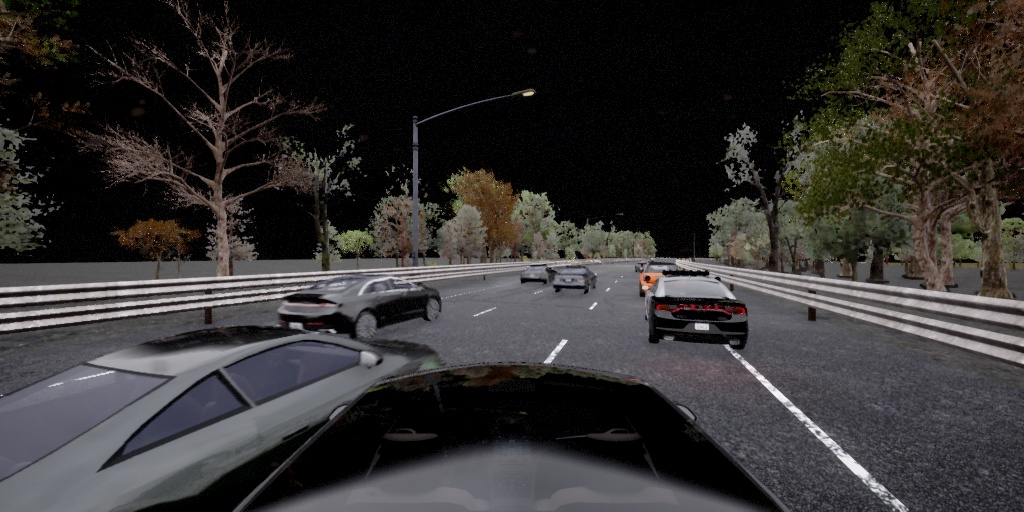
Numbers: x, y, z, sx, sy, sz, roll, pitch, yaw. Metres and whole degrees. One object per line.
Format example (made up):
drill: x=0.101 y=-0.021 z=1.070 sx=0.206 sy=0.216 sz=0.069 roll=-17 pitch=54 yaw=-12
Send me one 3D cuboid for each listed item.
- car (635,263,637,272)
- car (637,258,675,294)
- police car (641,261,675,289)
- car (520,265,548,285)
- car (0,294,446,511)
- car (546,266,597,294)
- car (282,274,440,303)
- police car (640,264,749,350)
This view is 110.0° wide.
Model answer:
car: x=16.684 y=1.266 z=45.436 sx=2.128 sy=1.511 sz=4.902 roll=0 pitch=0 yaw=22
car: x=7.725 y=1.104 z=18.634 sx=2.097 sy=1.767 sz=4.553 roll=0 pitch=0 yaw=20
police car: x=9.771 y=1.181 z=24.343 sx=1.930 sy=1.638 sz=5.238 roll=0 pitch=0 yaw=20
car: x=2.072 y=1.319 z=26.361 sx=1.994 sy=1.385 sz=4.181 roll=0 pitch=0 yaw=20
car: x=-2.228 y=1.314 z=3.160 sx=1.994 sy=1.385 sz=4.181 roll=0 pitch=0 yaw=18
car: x=3.719 y=1.300 z=20.612 sx=2.033 sy=1.411 sz=5.357 roll=0 pitch=0 yaw=20
car: x=-3.725 y=1.241 z=9.767 sx=2.128 sy=1.511 sz=4.902 roll=0 pitch=0 yaw=19
police car: x=4.534 y=1.175 z=9.437 sx=1.930 sy=1.638 sz=5.238 roll=0 pitch=0 yaw=19
